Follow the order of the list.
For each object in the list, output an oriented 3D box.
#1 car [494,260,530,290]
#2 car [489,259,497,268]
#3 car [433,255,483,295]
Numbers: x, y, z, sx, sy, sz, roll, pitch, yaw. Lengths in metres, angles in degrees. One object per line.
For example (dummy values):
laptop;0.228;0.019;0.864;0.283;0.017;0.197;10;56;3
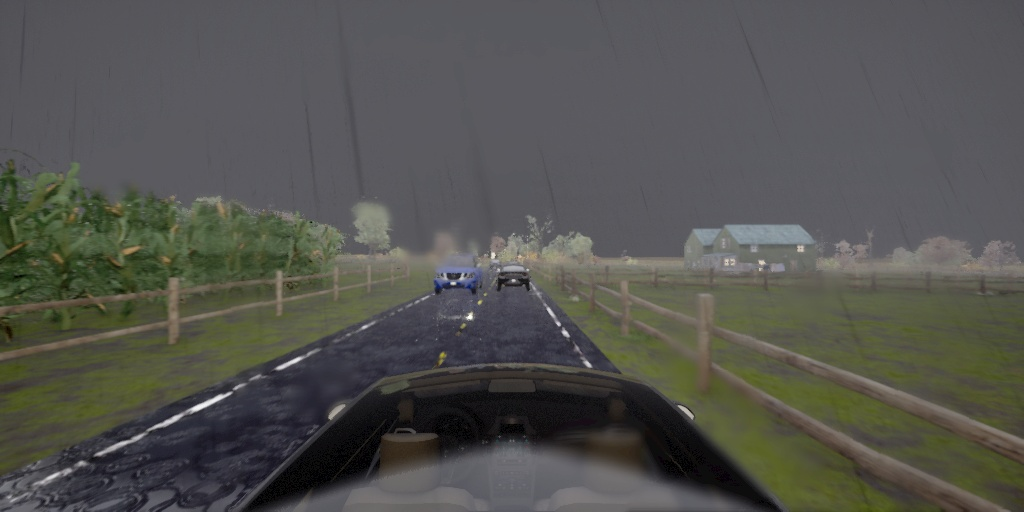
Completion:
car;0.091;1.230;22.445;1.882;1.535;5.008;0;0;0
car;-2.815;1.316;61.371;1.812;1.442;4.674;0;0;1
car;-2.858;0.972;20.211;2.150;2.045;5.566;0;0;0
